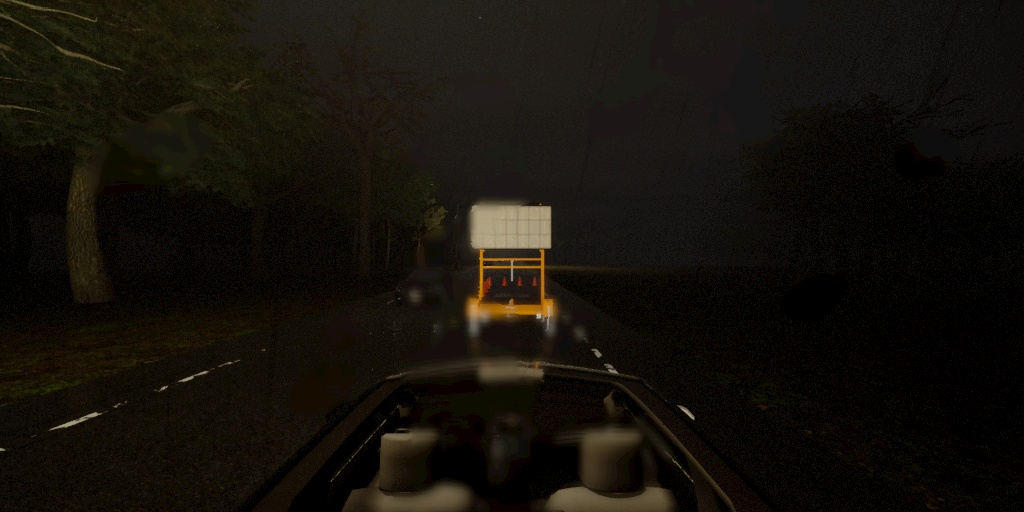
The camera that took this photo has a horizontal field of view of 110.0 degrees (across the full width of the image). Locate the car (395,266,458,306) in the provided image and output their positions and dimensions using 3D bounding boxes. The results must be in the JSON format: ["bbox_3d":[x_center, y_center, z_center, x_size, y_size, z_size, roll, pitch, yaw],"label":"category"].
[{"bbox_3d":[-3.597,1.214,15.840,1.882,1.535,5.008,0,0,0],"label":"car"}]

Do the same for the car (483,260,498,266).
[{"bbox_3d":[-3.581,1.066,55.959,1.837,1.490,4.892,0,0,0],"label":"car"}]

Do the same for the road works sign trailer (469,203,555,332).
[{"bbox_3d":[0.002,0.210,10.804,2.380,3.560,2.880,0,0,0],"label":"road works sign trailer"}]
